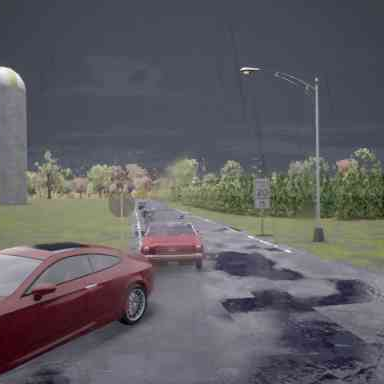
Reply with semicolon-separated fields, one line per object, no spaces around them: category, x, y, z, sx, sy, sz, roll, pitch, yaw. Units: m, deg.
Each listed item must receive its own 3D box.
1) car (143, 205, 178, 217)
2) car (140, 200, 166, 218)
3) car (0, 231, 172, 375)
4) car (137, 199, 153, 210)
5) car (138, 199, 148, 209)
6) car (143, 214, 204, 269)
car;-1.413;1.649;17.817;1.994;1.385;4.181;-1;0;-10
car;-2.376;1.601;23.452;2.128;1.511;4.902;-1;0;-10
car;-2.370;1.556;5.056;1.812;1.442;4.674;0;-1;29
car;-7.024;1.770;49.061;2.033;1.411;5.357;-1;0;-11
car;-3.887;1.710;32.039;1.994;1.385;4.181;-1;0;-10
car;-0.709;1.664;11.370;1.895;1.301;4.718;-1;0;-5
